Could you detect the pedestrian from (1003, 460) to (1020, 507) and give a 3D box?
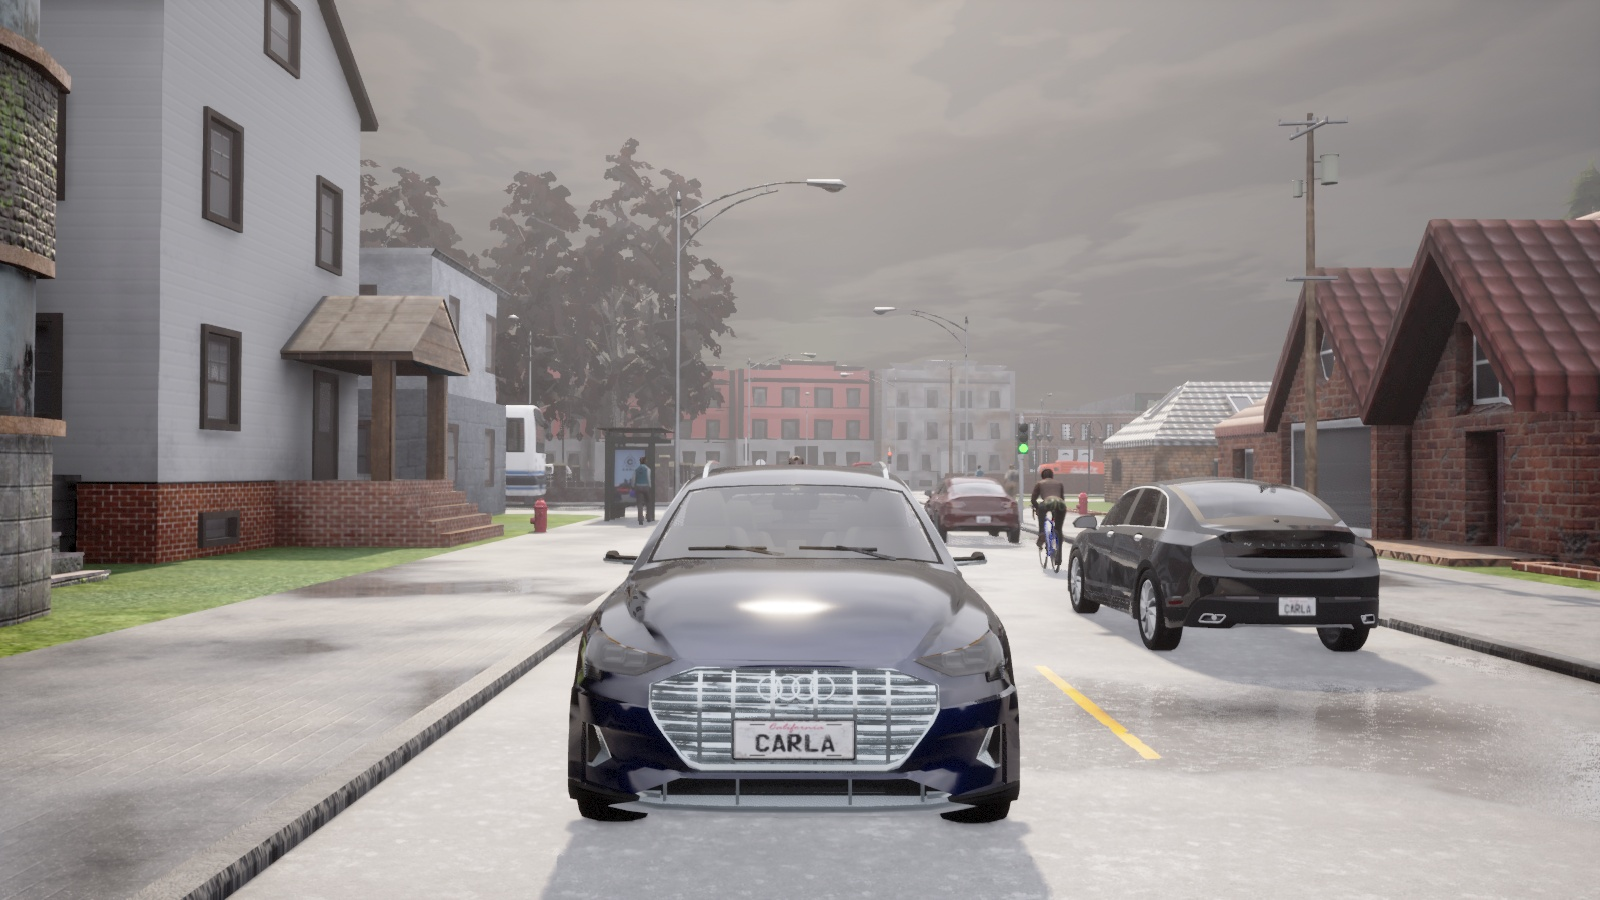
[{"bbox_3d":[8.471,1.328,50.273,0.540,1.848,0.694,0,-1,-2],"label":"pedestrian"}]

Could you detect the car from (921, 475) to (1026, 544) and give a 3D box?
[{"bbox_3d":[3.923,1.312,29.112,1.812,1.442,4.674,0,-1,0],"label":"car"}]

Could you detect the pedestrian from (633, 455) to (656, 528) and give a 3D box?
[{"bbox_3d":[-4.157,1.103,33.576,0.396,1.930,0.692,0,-1,11],"label":"pedestrian"}]

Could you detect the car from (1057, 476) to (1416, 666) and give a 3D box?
[{"bbox_3d":[3.967,1.012,12.428,1.837,1.490,4.892,0,-1,0],"label":"car"}]

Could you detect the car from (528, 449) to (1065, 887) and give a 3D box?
[{"bbox_3d":[-0.020,0.865,7.198,2.033,1.649,4.856,0,-1,0],"label":"car"}]

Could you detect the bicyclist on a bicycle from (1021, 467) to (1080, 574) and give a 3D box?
[{"bbox_3d":[3.947,1.085,19.868,0.582,1.620,1.656,0,-1,0],"label":"bicyclist on a bicycle"}]

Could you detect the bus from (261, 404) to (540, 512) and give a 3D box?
[{"bbox_3d":[-16.201,0.369,51.732,10.273,4.253,3.944,0,-1,-4],"label":"bus"}]
